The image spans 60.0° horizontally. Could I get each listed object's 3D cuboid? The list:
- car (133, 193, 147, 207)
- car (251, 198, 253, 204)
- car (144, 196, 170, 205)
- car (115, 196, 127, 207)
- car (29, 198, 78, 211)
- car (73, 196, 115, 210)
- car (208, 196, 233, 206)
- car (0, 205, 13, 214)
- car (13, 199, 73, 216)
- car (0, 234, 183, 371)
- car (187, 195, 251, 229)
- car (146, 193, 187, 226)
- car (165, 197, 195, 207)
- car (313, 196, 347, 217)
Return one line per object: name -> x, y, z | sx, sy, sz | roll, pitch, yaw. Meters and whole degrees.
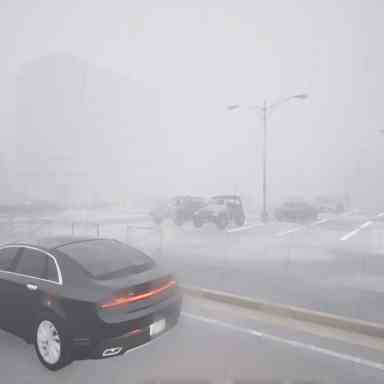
car -> -6.564, 1.221, 50.853 | 2.150, 2.045, 5.566 | 0, 0, 34
car -> 9.892, 1.505, 62.446 | 1.837, 1.490, 4.892 | 0, 0, 34
car -> -6.007, 1.526, 57.912 | 1.812, 1.442, 4.674 | 0, 0, 35
car -> -11.788, 1.352, 49.403 | 2.097, 1.767, 4.553 | 0, 0, 34
car -> -17.126, 1.547, 41.486 | 2.033, 1.411, 5.357 | 0, 0, 34
car -> -12.452, 1.526, 42.143 | 1.812, 1.442, 4.674 | 0, 0, 34
car -> 4.770, 1.491, 54.838 | 2.128, 1.511, 4.902 | 0, 0, 34
car -> -17.455, 1.601, 34.732 | 1.895, 1.301, 4.718 | 0, 0, 34
car -> -14.456, 1.525, 32.546 | 1.812, 1.442, 4.674 | 0, 0, 34
car -> -2.416, 1.505, 5.725 | 4.892, 1.490, 1.837 | 0, 0, 36
car -> 1.747, 1.156, 20.203 | 1.905, 1.878, 3.866 | 0, 0, 34
car -> -0.617, 1.153, 21.873 | 1.932, 1.855, 4.605 | 0, 0, 34
car -> -1.789, 1.491, 51.365 | 2.128, 1.511, 4.902 | 0, 0, 34
car -> 13.796, 1.395, 33.136 | 1.970, 1.475, 3.806 | 0, 0, 34
